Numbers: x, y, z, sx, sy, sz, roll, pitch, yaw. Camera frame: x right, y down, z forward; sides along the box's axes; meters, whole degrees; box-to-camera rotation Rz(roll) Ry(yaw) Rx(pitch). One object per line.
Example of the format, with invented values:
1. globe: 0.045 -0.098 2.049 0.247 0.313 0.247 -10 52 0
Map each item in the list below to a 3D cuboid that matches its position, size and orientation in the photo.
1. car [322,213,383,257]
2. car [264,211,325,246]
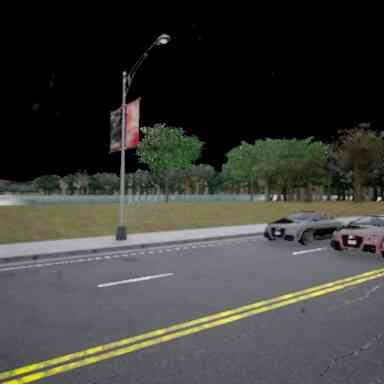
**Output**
1. car: 7.235 1.582 12.832 4.181 1.385 1.994 0 0 -35
2. car: 5.302 1.582 15.446 4.181 1.385 1.994 0 0 -35
